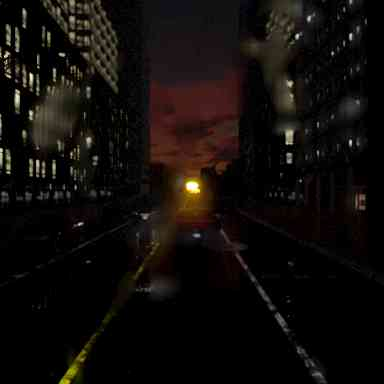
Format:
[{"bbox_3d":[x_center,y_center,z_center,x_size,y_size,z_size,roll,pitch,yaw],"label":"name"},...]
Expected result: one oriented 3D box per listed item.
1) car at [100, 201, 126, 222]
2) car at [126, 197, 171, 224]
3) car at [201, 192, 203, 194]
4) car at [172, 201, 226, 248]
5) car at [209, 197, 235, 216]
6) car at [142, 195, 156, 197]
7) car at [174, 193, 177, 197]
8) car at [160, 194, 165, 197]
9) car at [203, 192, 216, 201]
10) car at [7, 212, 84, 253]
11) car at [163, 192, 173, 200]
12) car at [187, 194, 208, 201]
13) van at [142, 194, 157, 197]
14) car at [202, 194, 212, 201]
[{"bbox_3d":[-5.530,1.392,24.670,2.008,1.369,4.403,0,0,0],"label":"car"},{"bbox_3d":[-2.935,1.343,23.372,2.128,1.511,4.902,0,0,1],"label":"car"},{"bbox_3d":[3.119,1.172,64.443,1.802,1.307,4.206,0,0,0],"label":"car"},{"bbox_3d":[0.189,1.389,14.372,1.882,1.535,5.008,0,0,0],"label":"car"},{"bbox_3d":[2.889,1.381,30.293,1.947,1.339,4.313,0,0,0],"label":"car"},{"bbox_3d":[-5.453,1.313,36.054,1.887,1.381,4.507,0,0,0],"label":"car"},{"bbox_3d":[-5.185,1.068,75.898,1.947,1.339,4.313,0,0,0],"label":"car"},{"bbox_3d":[-5.376,1.277,47.439,1.802,1.307,4.206,0,0,0],"label":"car"},{"bbox_3d":[3.044,1.107,53.058,1.967,1.590,4.097,0,0,0],"label":"car"},{"bbox_3d":[-5.606,1.494,13.285,1.802,1.307,4.206,0,0,0],"label":"car"},{"bbox_3d":[-5.260,1.020,64.512,1.967,1.590,4.097,0,0,0],"label":"car"},{"bbox_3d":[0.310,1.275,32.495,1.882,1.535,5.008,0,0,0],"label":"car"},{"bbox_3d":[-5.413,1.073,41.745,1.690,1.788,3.998,0,0,0],"label":"van"},{"bbox_3d":[3.159,1.075,70.305,1.752,1.417,4.829,0,0,0],"label":"car"}]
